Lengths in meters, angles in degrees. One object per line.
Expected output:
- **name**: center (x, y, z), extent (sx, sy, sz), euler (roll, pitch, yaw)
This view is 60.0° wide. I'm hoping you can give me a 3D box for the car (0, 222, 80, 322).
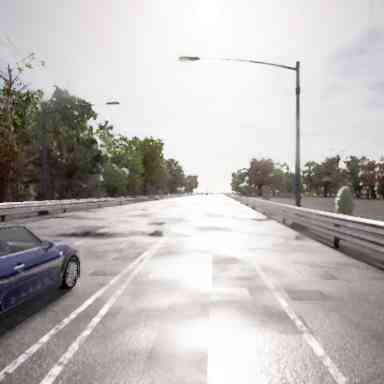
- **car**: center (-3.900, 1.346, 6.315), extent (2.097, 1.767, 4.553), euler (0, 0, 5)
